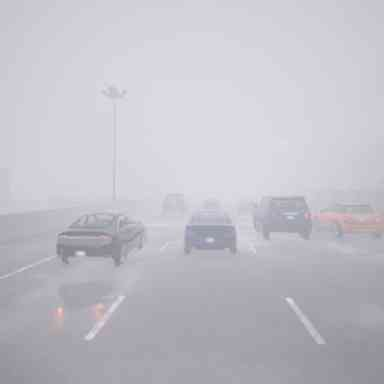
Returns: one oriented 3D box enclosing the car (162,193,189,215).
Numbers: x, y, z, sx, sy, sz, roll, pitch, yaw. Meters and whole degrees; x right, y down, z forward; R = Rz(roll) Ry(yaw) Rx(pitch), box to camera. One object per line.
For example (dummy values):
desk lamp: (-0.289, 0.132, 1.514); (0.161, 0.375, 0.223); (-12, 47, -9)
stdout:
car: (-1.576, 1.133, 32.794); (2.150, 2.045, 5.566); (0, 0, 3)

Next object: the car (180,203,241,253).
car: (0.758, 1.444, 13.563); (1.882, 1.535, 5.008); (0, 0, 4)

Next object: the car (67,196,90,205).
car: (-18.322, 1.335, 54.726); (1.812, 1.442, 4.674); (0, 0, 3)

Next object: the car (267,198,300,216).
car: (8.943, 1.429, 33.061); (2.128, 1.511, 4.902); (0, 0, 3)

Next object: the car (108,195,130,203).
car: (-11.388, 1.433, 53.139); (1.895, 1.301, 4.718); (0, 0, 3)

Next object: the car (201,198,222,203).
car: (1.961, 1.423, 33.576); (1.837, 1.490, 4.892); (0, 0, 3)

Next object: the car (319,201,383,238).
car: (8.026, 1.328, 17.560); (2.097, 1.767, 4.553); (0, 0, 4)

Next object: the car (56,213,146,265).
car: (-2.881, 1.454, 11.483); (2.128, 1.511, 4.902); (0, 0, 4)

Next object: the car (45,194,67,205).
car: (-21.859, 1.154, 53.756); (2.097, 1.767, 4.553); (0, 0, 3)

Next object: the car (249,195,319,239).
car: (4.500, 1.189, 17.243); (2.150, 2.045, 5.566); (0, 0, 4)

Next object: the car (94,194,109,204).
car: (-14.785, 1.169, 55.593); (2.097, 1.767, 4.553); (0, 0, 3)

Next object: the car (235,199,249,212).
car: (5.453, 1.419, 33.326); (2.128, 1.511, 4.902); (0, 0, 3)
